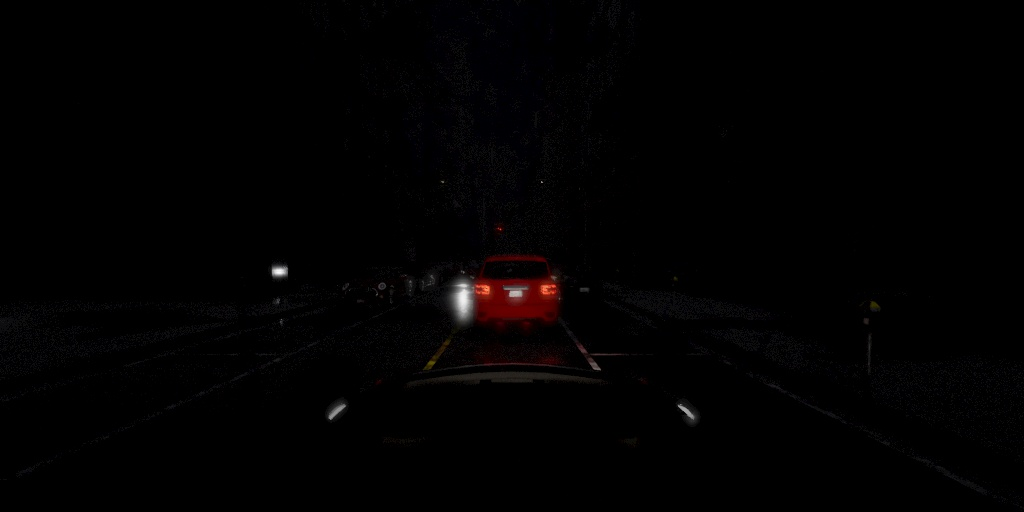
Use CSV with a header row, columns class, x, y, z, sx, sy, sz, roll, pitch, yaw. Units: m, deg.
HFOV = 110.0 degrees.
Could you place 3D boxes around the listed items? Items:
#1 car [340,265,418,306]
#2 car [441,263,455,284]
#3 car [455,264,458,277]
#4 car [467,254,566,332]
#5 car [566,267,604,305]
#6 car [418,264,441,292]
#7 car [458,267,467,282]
class,x,y,z,sx,sy,sz,roll,pitch,yaw
car,-5.758,1.188,15.623,1.967,1.591,4.097,0,0,0
car,-5.753,1.299,26.634,2.007,1.370,4.403,0,0,0
car,-5.750,1.294,32.139,1.888,1.381,4.507,0,0,0
car,0.106,0.970,10.981,2.150,2.045,5.566,0,0,0
car,2.768,1.314,15.619,1.948,1.339,4.313,0,0,0
car,-5.755,1.314,21.129,1.948,1.339,4.313,0,0,0
car,-2.987,1.357,29.731,1.895,1.301,4.718,0,0,0
